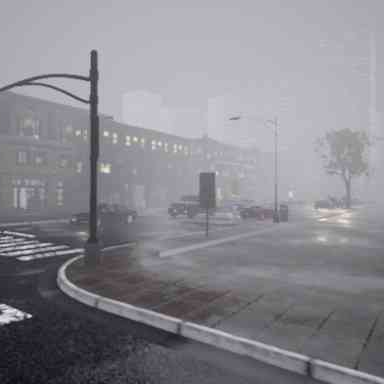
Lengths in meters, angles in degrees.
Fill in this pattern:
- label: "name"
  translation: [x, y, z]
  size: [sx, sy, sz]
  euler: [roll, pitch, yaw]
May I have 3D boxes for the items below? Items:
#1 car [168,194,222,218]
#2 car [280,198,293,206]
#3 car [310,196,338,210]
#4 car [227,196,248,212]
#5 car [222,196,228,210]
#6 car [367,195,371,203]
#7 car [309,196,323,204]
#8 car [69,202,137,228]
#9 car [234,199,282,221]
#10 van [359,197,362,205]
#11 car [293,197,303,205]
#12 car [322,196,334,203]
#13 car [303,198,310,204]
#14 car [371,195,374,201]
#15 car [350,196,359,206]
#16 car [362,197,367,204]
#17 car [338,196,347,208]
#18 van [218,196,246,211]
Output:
- label: "car"
  translation: [0.175, 1.214, 30.170]
  size: [2.150, 2.045, 5.566]
  euler: [1, 0, 35]
- label: "car"
  translation: [14.574, 1.668, 55.166]
  size: [2.008, 1.369, 4.403]
  euler: [0, 0, 35]
- label: "car"
  translation: [18.252, 1.591, 45.826]
  size: [1.967, 1.590, 4.097]
  euler: [0, 0, 35]
- label: "car"
  translation: [6.079, 1.533, 38.550]
  size: [2.128, 1.511, 4.902]
  euler: [1, 0, 35]
- label: "car"
  translation: [1.763, 1.528, 36.945]
  size: [1.752, 1.417, 4.829]
  euler: [0, 0, 35]
- label: "car"
  translation: [37.418, 1.861, 73.088]
  size: [1.752, 1.417, 4.829]
  euler: [0, 0, 35]
- label: "car"
  translation: [27.287, 1.680, 73.247]
  size: [1.967, 1.590, 4.097]
  euler: [0, 0, 35]
- label: "car"
  translation: [-5.707, 1.452, 21.848]
  size: [1.837, 1.490, 4.892]
  euler: [1, 0, 34]
- label: "car"
  translation: [5.582, 1.586, 27.715]
  size: [1.887, 1.381, 4.507]
  euler: [0, 0, 35]
- label: "van"
  translation: [30.965, 1.613, 63.909]
  size: [1.690, 1.788, 3.998]
  euler: [0, 0, 35]
- label: "car"
  translation: [17.752, 1.698, 59.686]
  size: [2.008, 1.369, 4.403]
  euler: [0, 0, 35]
- label: "car"
  translation: [33.643, 1.745, 82.289]
  size: [1.967, 1.590, 4.097]
  euler: [0, 0, 35]
- label: "car"
  translation: [20.930, 1.729, 64.207]
  size: [2.008, 1.369, 4.403]
  euler: [0, 0, 35]
- label: "car"
  translation: [40.498, 1.949, 77.469]
  size: [1.802, 1.307, 4.206]
  euler: [0, 0, 35]
- label: "car"
  translation: [27.787, 1.556, 59.389]
  size: [2.192, 1.841, 5.009]
  euler: [0, 0, 35]
- label: "car"
  translation: [34.142, 1.885, 68.428]
  size: [1.802, 1.307, 4.206]
  euler: [0, 0, 35]
- label: "car"
  translation: [21.431, 1.496, 50.347]
  size: [2.192, 1.841, 5.009]
  euler: [0, 0, 35]
- label: "van"
  translation: [5.040, 1.372, 41.605]
  size: [1.690, 1.788, 3.998]
  euler: [0, 0, 35]
